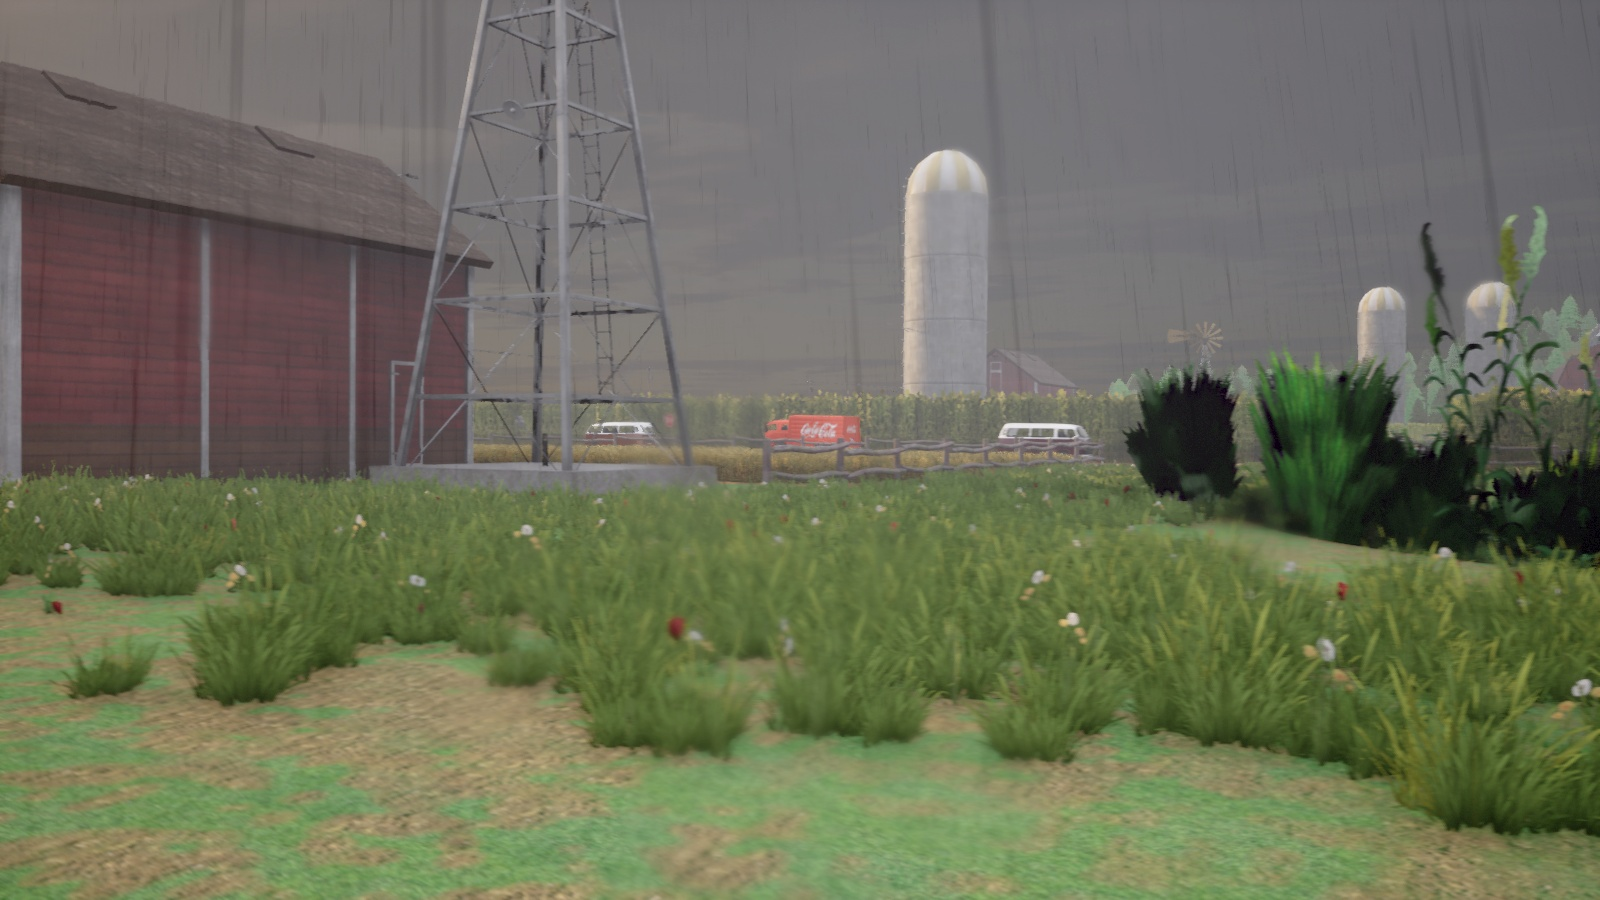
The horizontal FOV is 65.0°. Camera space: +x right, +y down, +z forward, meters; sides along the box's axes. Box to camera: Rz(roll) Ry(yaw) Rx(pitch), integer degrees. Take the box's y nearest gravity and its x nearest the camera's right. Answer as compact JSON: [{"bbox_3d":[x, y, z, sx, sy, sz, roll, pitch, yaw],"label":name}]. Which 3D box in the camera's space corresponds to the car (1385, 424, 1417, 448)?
[{"bbox_3d":[42.079,-1.012,87.882,1.851,1.617,3.988,0,1,28],"label":"car"}]

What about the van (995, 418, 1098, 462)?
[{"bbox_3d":[11.848,-0.477,60.374,4.480,2.038,2.069,0,1,28],"label":"van"}]

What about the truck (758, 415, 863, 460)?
[{"bbox_3d":[0.561,-0.708,69.873,5.204,2.467,2.627,0,1,28],"label":"truck"}]

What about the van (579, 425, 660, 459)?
[{"bbox_3d":[-10.912,-0.484,75.969,4.480,2.038,2.069,0,1,28],"label":"van"}]
